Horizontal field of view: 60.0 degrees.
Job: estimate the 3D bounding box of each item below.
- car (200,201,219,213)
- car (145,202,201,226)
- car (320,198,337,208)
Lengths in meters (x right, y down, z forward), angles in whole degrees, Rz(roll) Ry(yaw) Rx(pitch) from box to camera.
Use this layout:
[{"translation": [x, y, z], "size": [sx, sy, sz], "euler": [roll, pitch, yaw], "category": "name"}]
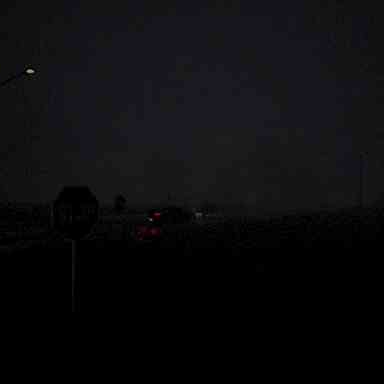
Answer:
[{"translation": [1.690, 1.956, 43.114], "size": [2.128, 1.511, 4.902], "euler": [1, 1, 36], "category": "car"}, {"translation": [-1.618, 1.820, 26.546], "size": [1.837, 1.490, 4.892], "euler": [1, 0, 36], "category": "car"}, {"translation": [26.811, 2.443, 65.988], "size": [1.994, 1.385, 4.181], "euler": [1, 0, 36], "category": "car"}]
